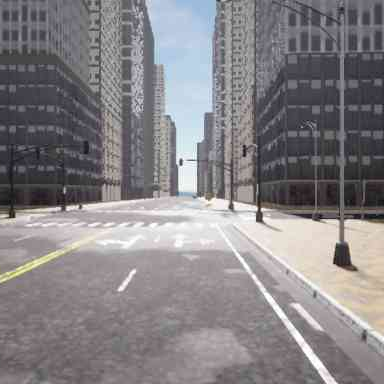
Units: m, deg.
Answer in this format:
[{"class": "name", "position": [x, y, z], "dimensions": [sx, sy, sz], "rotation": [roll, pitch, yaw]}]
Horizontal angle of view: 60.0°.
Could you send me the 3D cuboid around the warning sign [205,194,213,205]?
[{"class": "warning sign", "position": [2.853, 1.190, 54.917], "dimensions": [1.300, 1.860, 1.060], "rotation": [0, 0, 0]}]
